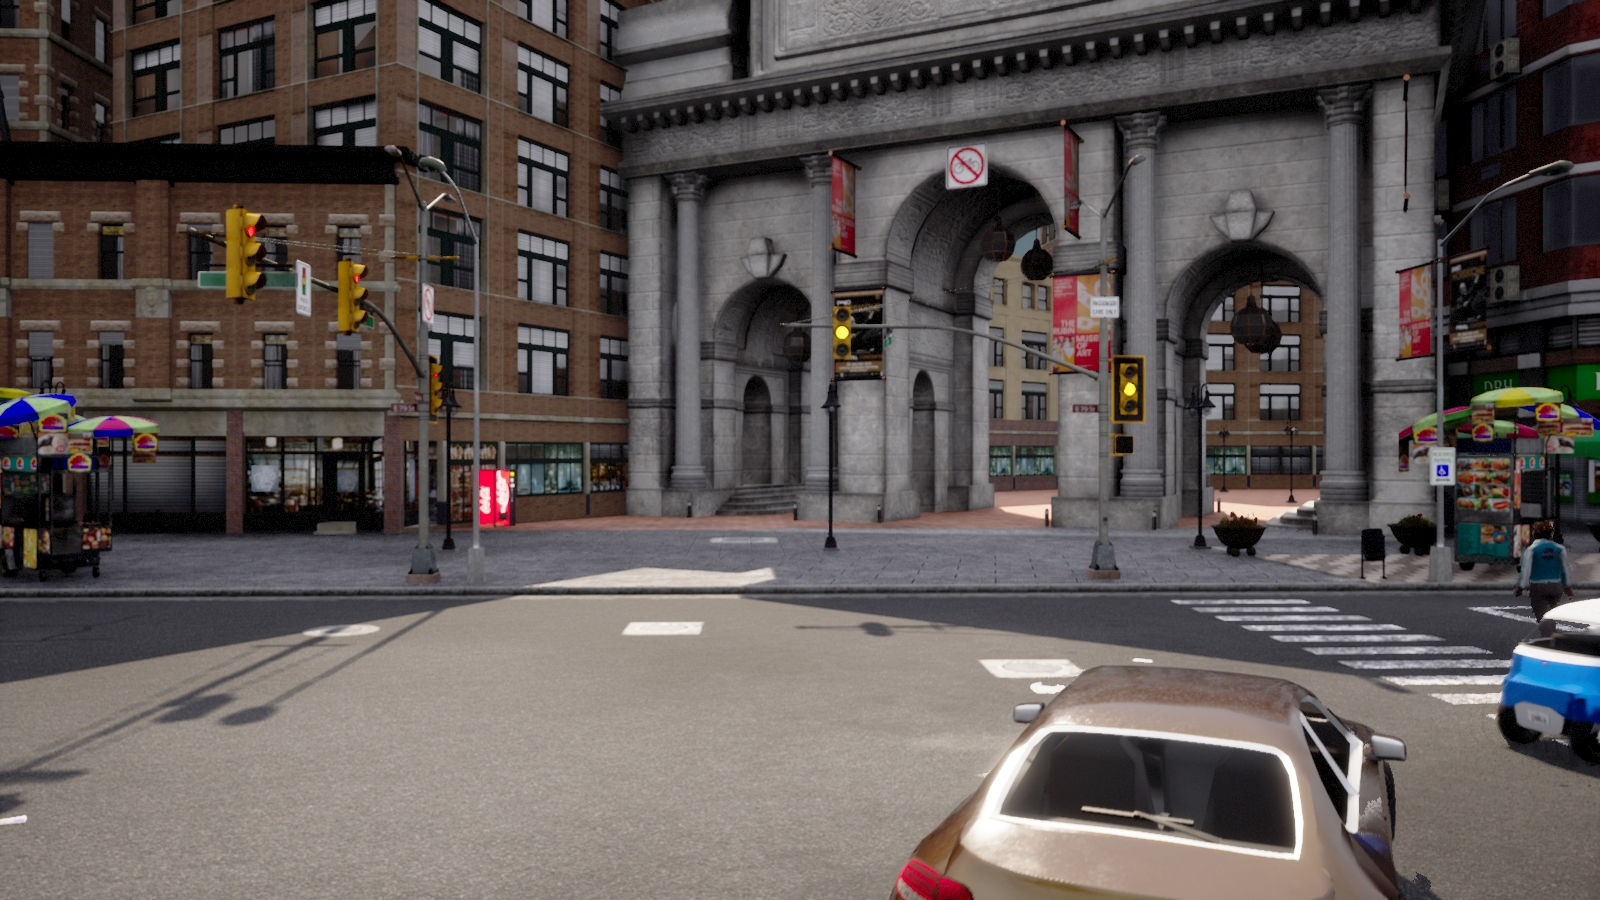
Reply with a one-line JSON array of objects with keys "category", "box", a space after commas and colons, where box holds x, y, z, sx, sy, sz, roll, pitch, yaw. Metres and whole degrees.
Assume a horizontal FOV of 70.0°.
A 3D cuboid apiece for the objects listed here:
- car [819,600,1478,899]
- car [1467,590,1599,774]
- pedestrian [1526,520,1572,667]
[{"category": "car", "box": [2.091, 1.994, 6.157, 2.152, 1.651, 5.027, 0, 0, 24]}, {"category": "car", "box": [7.817, 2.121, 10.814, 2.207, 1.376, 1.481, -1, 0, -18]}, {"category": "pedestrian", "box": [9.753, 1.851, 14.886, 0.375, 1.860, 0.375, 0, 0, 8]}]
